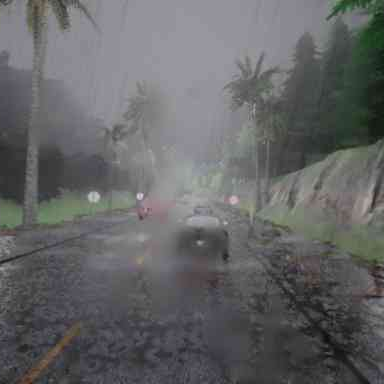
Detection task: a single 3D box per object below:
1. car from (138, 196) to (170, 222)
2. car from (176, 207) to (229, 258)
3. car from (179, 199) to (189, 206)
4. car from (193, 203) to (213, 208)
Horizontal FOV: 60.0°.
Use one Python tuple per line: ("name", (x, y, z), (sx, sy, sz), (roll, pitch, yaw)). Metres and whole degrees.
("car", (-3.209, 1.414, 29.335), (2.150, 2.045, 5.566), (2, -1, 2))
("car", (0.437, 1.621, 13.633), (1.882, 1.535, 5.008), (2, -1, 2))
("car", (-1.694, 2.147, 71.625), (2.033, 1.411, 5.357), (2, -1, 2))
("car", (1.174, 1.859, 34.947), (2.128, 1.511, 4.902), (2, -1, 2))
